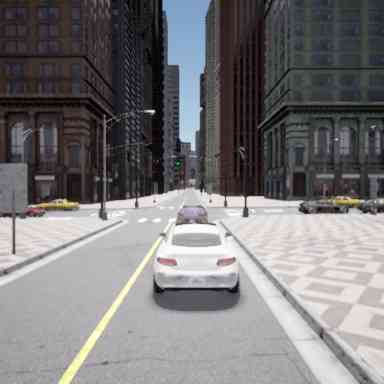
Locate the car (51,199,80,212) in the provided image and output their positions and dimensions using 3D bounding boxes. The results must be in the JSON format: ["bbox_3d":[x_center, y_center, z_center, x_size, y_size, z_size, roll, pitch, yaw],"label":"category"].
[{"bbox_3d":[-15.463,1.481,38.187,4.829,1.417,1.752,-1,1,0],"label":"car"}]

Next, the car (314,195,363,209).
[{"bbox_3d":[16.719,1.129,38.134,4.829,1.417,1.752,-1,1,0],"label":"car"}]

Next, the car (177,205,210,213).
[{"bbox_3d":[0.068,1.478,19.194,2.033,1.411,5.357,0,0,1],"label":"car"}]

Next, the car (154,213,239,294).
[{"bbox_3d":[0.097,1.497,8.595,1.812,1.442,4.674,0,0,0],"label":"car"}]

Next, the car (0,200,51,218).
[{"bbox_3d":[-15.296,1.646,29.663,4.206,1.307,1.802,-1,1,0],"label":"car"}]

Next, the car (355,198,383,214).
[{"bbox_3d":[17.051,1.261,29.610,4.403,1.369,2.008,-1,1,0],"label":"car"}]

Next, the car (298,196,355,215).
[{"bbox_3d":[11.672,1.337,29.618,4.313,1.339,1.947,-1,1,0],"label":"car"}]

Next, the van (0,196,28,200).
[{"bbox_3d":[-20.975,1.352,38.191,3.998,1.788,1.690,-1,1,0],"label":"van"}]
